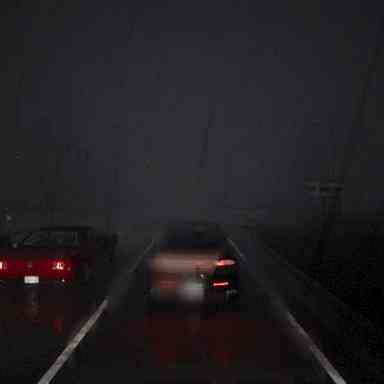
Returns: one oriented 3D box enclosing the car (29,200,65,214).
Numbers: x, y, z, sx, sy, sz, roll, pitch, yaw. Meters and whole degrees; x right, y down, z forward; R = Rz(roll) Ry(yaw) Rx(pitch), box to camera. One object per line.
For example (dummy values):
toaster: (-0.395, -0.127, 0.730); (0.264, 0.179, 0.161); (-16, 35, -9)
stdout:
car: (-15.072, 1.564, 35.295); (1.994, 1.385, 4.181); (0, 0, 0)

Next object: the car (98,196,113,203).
car: (-18.442, 1.595, 70.854); (1.895, 1.301, 4.718); (0, 0, 0)

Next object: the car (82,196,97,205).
car: (-18.505, 1.526, 60.559); (1.812, 1.442, 4.674); (0, 0, 1)

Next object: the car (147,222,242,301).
car: (0.064, 1.492, 8.291); (2.128, 1.511, 4.902); (0, 0, 1)

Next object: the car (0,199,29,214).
car: (-18.572, 1.504, 34.640); (1.837, 1.490, 4.892); (0, 0, 0)

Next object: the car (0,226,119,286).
car: (-3.427, 1.601, 9.379); (1.895, 1.301, 4.718); (0, 0, 0)

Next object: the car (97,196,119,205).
car: (-15.020, 1.504, 59.968); (1.837, 1.490, 4.892); (0, 0, 0)

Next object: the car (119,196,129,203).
car: (-14.941, 1.525, 72.214); (2.128, 1.511, 4.902); (0, 0, 0)
